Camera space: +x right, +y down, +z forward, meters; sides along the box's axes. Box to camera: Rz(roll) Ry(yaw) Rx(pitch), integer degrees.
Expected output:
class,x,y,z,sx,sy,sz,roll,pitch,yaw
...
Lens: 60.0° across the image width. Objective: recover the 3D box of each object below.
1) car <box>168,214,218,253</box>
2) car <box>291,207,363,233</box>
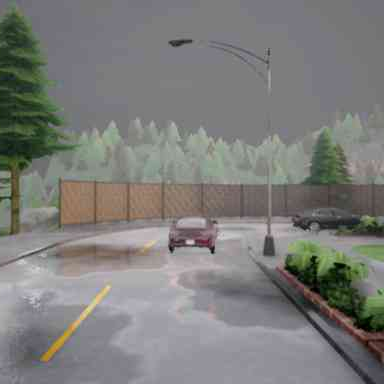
class,x,y,z,sx,sy,sz,roll,pitch,yaw
car,0.106,1.660,14.355,1.812,1.442,4.674,0,0,4
car,8.615,1.697,20.488,4.892,1.490,1.837,0,-1,0
